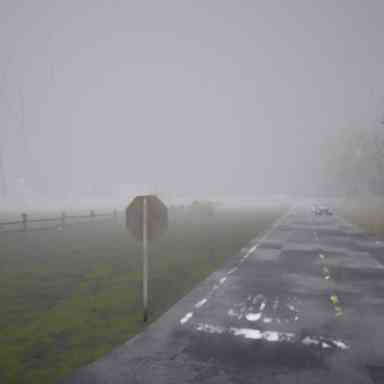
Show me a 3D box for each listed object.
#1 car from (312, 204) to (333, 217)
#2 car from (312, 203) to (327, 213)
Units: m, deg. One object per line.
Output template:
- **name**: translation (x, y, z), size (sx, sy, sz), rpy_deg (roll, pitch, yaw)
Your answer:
- **car**: translation (15.049, 2.168, 38.144), size (1.895, 1.301, 4.718), rpy_deg (-1, -1, 19)
- **car**: translation (18.418, 2.321, 48.244), size (1.895, 1.301, 4.718), rpy_deg (-1, -1, 19)
